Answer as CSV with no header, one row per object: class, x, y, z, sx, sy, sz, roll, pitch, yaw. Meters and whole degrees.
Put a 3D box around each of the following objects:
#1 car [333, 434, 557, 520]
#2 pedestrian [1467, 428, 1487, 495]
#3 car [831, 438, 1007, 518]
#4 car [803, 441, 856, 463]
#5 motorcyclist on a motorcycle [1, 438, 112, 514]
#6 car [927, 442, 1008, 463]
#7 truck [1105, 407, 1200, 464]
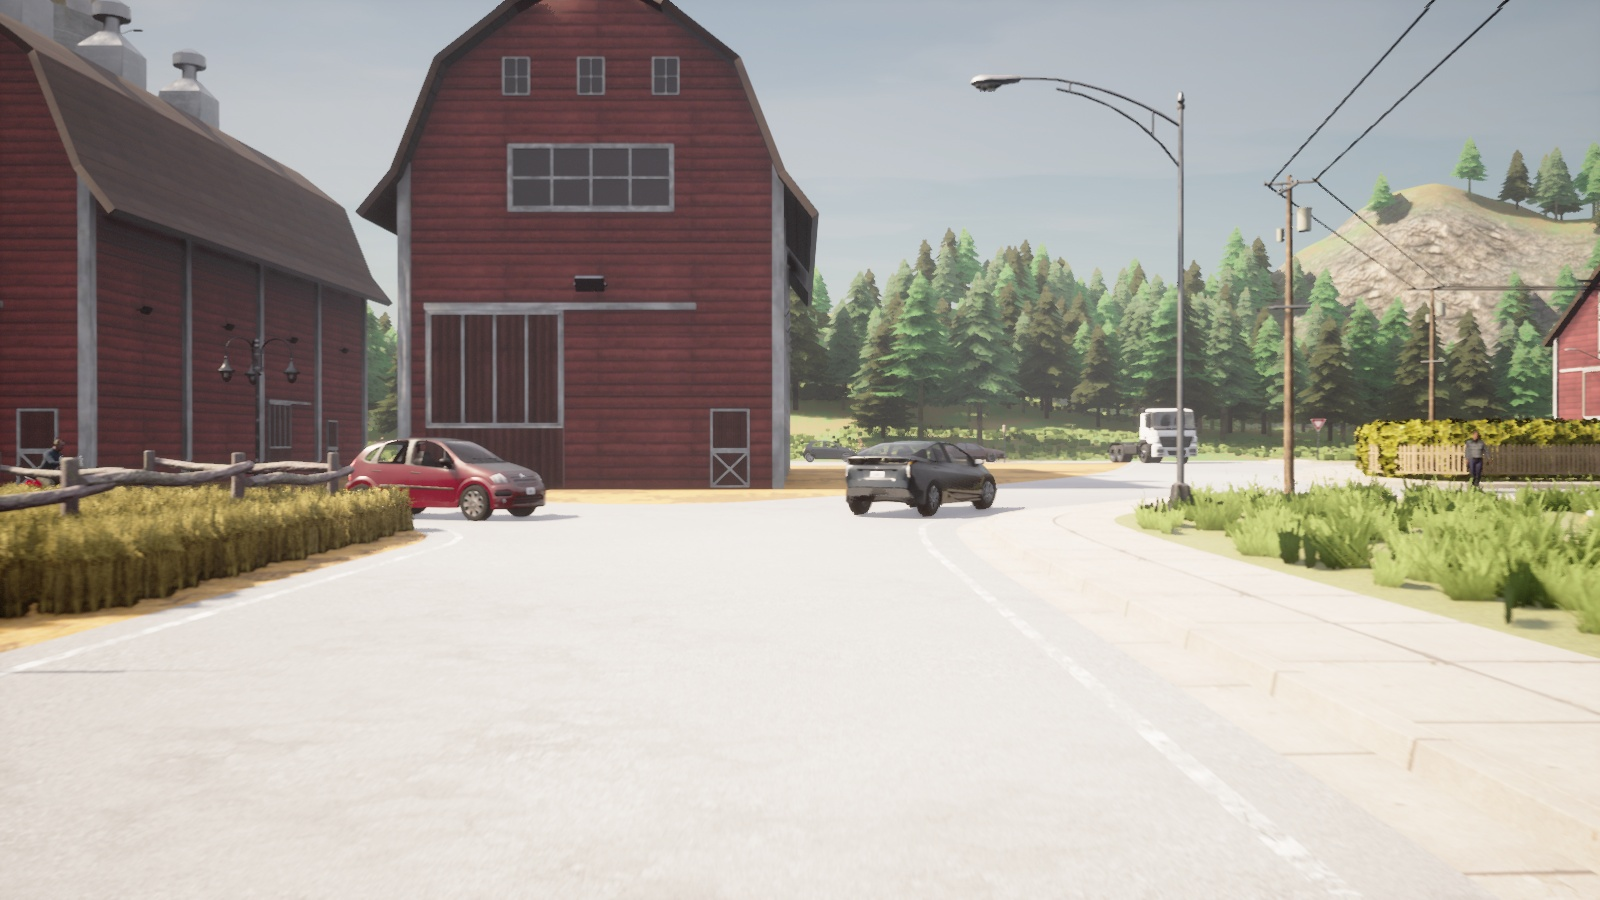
car,-7.080,0.497,25.070,3.988,1.617,1.851,0,0,22
pedestrian,19.967,0.339,37.024,0.423,1.949,0.788,0,0,21
car,2.610,0.519,26.499,2.007,1.525,4.514,0,1,30
car,2.018,0.131,87.168,3.633,1.501,1.845,0,0,1
motorcyclist on a motorcycle,-15.765,0.537,26.667,1.817,1.590,0.866,0,0,-3
car,11.604,0.173,87.071,5.357,1.411,2.033,0,0,1
truck,22.160,-0.874,79.494,2.891,3.462,7.936,0,0,-8
